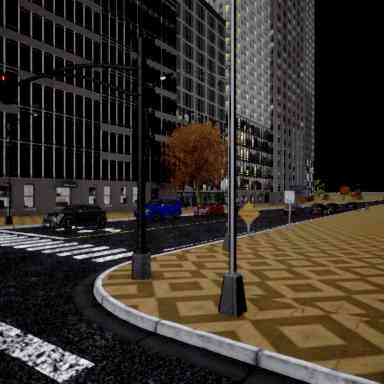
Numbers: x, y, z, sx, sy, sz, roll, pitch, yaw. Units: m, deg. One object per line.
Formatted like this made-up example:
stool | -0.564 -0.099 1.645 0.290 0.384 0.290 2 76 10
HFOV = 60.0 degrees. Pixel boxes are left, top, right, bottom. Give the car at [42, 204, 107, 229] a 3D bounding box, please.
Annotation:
car | -8.390 1.647 24.075 2.097 1.767 4.553 0 -1 33

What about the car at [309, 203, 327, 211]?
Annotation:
car | 22.812 2.690 60.098 2.033 1.411 5.357 0 -1 33

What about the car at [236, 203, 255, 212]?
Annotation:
car | 7.630 2.370 48.835 2.033 1.411 5.357 0 -1 33

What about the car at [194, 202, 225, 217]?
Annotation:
car | 2.129 1.995 40.378 2.097 1.767 4.553 0 -1 33

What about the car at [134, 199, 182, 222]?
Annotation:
car | -3.171 1.689 32.166 2.150 2.045 5.566 0 -1 33

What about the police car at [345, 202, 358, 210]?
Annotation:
police car | 31.586 2.738 65.790 1.930 1.638 5.238 0 -1 33

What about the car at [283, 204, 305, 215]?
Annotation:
car | 14.571 2.422 47.315 2.033 1.411 5.357 0 -1 33

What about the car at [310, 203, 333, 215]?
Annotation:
car | 17.765 2.398 46.272 1.837 1.490 4.892 0 -1 33

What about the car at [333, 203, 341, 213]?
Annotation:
car | 23.166 2.574 54.659 1.837 1.490 4.892 0 -1 33

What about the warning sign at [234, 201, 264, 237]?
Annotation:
warning sign | 3.164 1.454 18.528 1.300 1.860 1.060 1 1 33
